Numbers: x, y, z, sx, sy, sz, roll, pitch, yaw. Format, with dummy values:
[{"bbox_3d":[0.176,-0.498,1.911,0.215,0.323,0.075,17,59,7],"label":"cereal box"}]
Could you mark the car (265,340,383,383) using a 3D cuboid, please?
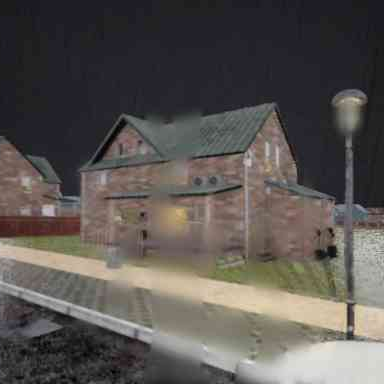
[{"bbox_3d":[2.709,1.685,1.957,4.674,1.442,1.812,-1,-3,36],"label":"car"}]
